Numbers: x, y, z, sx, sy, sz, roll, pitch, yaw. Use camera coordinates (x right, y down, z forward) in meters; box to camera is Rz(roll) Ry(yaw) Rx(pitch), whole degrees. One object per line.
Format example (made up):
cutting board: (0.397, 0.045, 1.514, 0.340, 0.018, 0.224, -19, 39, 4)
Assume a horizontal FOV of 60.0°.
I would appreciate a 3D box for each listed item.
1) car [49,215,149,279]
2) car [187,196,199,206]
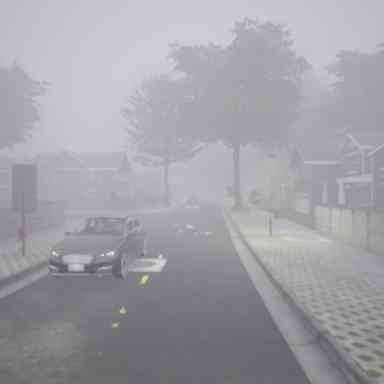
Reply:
car: (-2.556, 1.486, 10.138, 2.128, 1.511, 4.902, 0, 0, 3)
car: (0.192, 1.433, 53.590, 2.128, 1.511, 4.902, 0, 1, 4)
